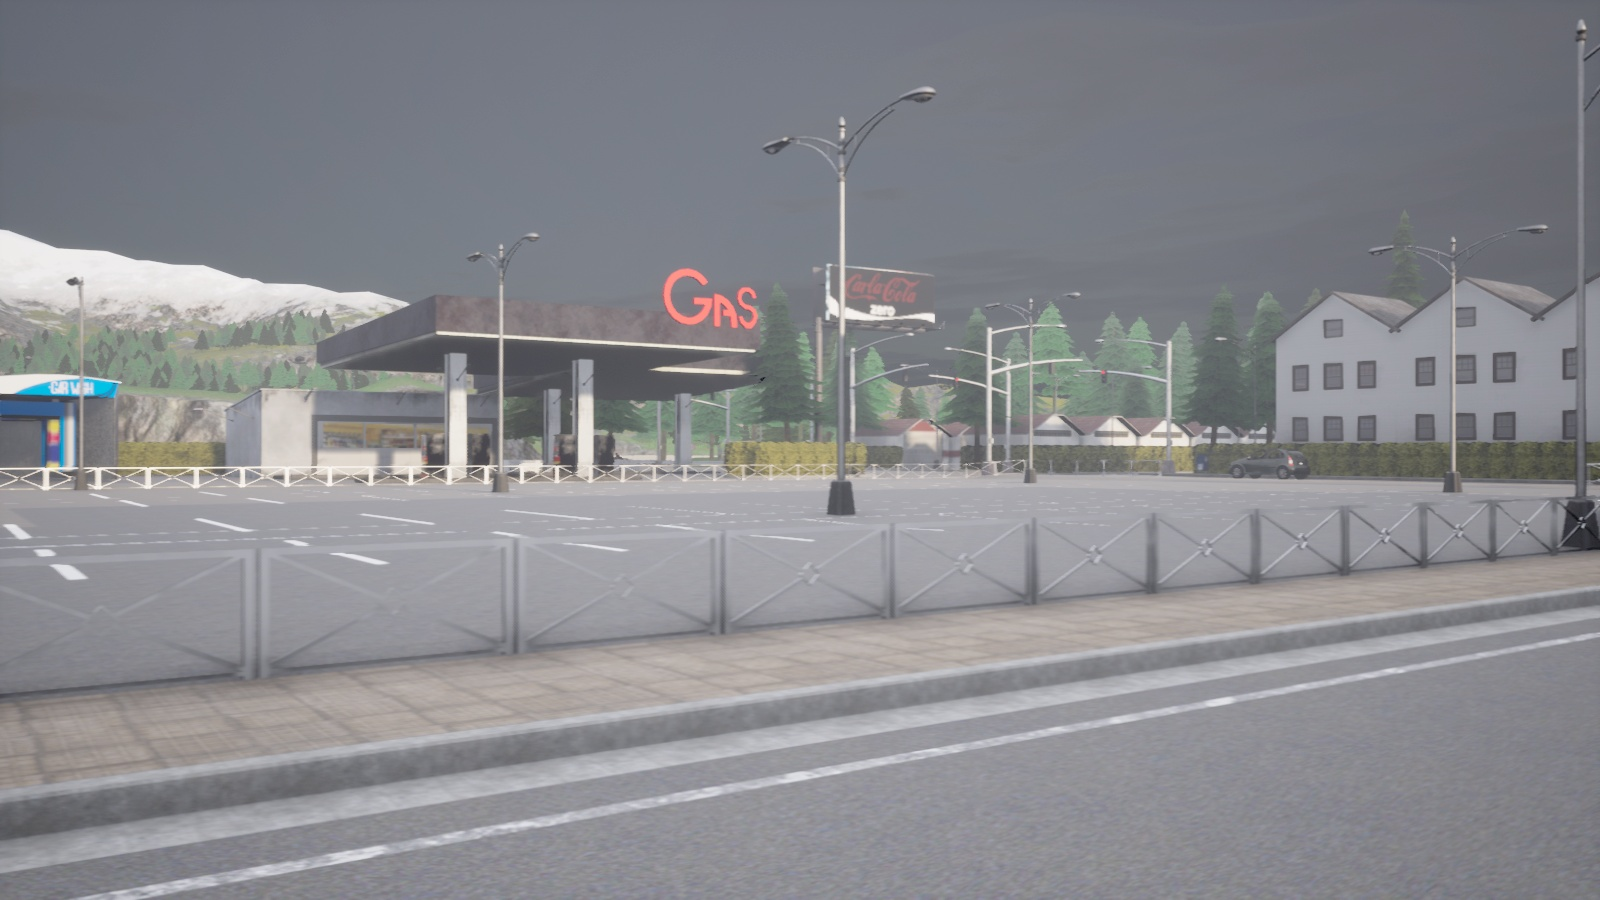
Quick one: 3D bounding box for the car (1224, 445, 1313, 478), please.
[{"bbox_3d":[24.231,0.575,65.034,1.851,1.617,3.988,0,0,-35],"label":"car"}]
